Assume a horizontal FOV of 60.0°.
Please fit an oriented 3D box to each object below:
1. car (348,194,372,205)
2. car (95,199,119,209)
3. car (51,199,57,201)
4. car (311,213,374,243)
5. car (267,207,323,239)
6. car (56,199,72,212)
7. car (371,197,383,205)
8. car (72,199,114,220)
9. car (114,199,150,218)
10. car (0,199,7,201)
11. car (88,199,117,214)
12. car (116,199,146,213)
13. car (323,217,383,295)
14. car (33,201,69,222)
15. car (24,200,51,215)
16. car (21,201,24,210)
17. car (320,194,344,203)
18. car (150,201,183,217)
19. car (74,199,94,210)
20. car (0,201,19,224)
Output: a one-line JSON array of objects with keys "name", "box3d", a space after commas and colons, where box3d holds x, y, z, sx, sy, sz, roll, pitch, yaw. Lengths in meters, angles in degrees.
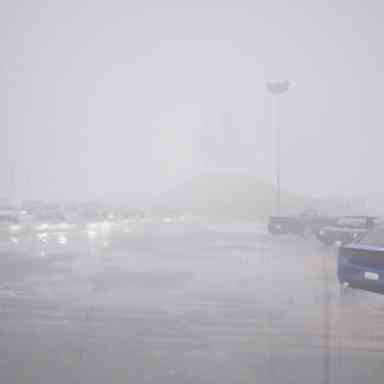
[{"name": "car", "box3d": [33.963, 1.480, 67.157, 2.150, 2.045, 5.566, 0, 0, -12]}, {"name": "car", "box3d": [-13.068, 1.801, 50.878, 2.033, 1.411, 5.357, 0, 0, -31]}, {"name": "car", "box3d": [-19.343, 1.727, 47.658, 1.882, 1.535, 5.008, 0, 0, -30]}, {"name": "car", "box3d": [7.287, 1.656, 14.199, 4.718, 1.301, 1.895, 0, 0, -41]}, {"name": "car", "box3d": [6.054, 1.551, 17.828, 5.008, 1.535, 1.882, 0, 0, -42]}, {"name": "car", "box3d": [-14.185, 1.706, 38.839, 1.837, 1.490, 4.892, 0, 0, -30]}, {"name": "car", "box3d": [37.900, 1.776, 64.452, 2.033, 1.411, 5.357, 0, 0, -5]}, {"name": "car", "box3d": [-9.048, 1.645, 30.133, 2.128, 1.511, 4.902, 0, 0, -31]}, {"name": "car", "box3d": [-6.081, 1.683, 32.013, 1.812, 1.442, 4.674, 0, 0, -31]}, {"name": "car", "box3d": [-19.571, 1.752, 34.182, 1.994, 1.385, 4.181, 0, 0, -31]}, {"name": "car", "box3d": [-10.840, 1.693, 40.074, 2.128, 1.511, 4.902, 0, 0, -30]}, {"name": "car", "box3d": [-7.762, 1.696, 41.760, 2.128, 1.511, 4.902, 0, 0, -30]}, {"name": "car", "box3d": [5.473, 1.508, 8.125, 5.008, 1.535, 1.882, 0, 0, -39]}, {"name": "car", "box3d": [-12.166, 1.752, 28.527, 1.895, 1.301, 4.718, 0, 0, -31]}, {"name": "car", "box3d": [-17.422, 1.704, 37.435, 1.837, 1.490, 4.892, 0, 0, -30]}, {"name": "car", "box3d": [-22.641, 1.849, 46.344, 1.895, 1.301, 4.718, 0, 0, -30]}, {"name": "car", "box3d": [29.639, 1.502, 70.497, 2.150, 2.045, 5.566, 0, 0, -19]}, {"name": "car", "box3d": [-2.689, 1.662, 33.138, 1.837, 1.490, 4.892, 0, 0, -31]}, {"name": "car", "box3d": [-15.841, 1.812, 48.650, 1.994, 1.385, 4.181, 0, 0, -30]}, {"name": "car", "box3d": [-14.489, 1.667, 25.583, 1.812, 1.442, 4.674, 0, 0, -31]}]
